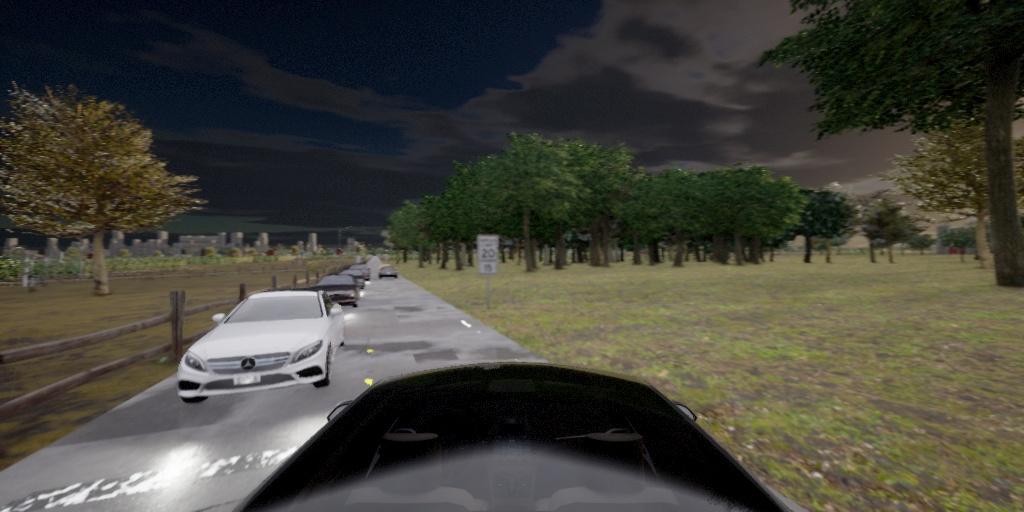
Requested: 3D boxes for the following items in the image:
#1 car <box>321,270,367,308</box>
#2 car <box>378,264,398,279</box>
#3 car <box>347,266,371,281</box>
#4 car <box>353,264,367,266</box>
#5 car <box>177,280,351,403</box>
[{"bbox_3d":[-7.999,1.544,16.580,2.033,1.411,5.357,0,-1,-21],"label":"car"},{"bbox_3d":[-14.322,1.886,41.472,1.994,1.385,4.181,0,-1,-21],"label":"car"},{"bbox_3d":[-11.790,1.689,26.560,2.033,1.411,5.357,0,-1,-21],"label":"car"},{"bbox_3d":[-15.477,1.634,36.369,2.097,1.767,4.553,0,-1,-20],"label":"car"},{"bbox_3d":[-4.313,1.382,6.893,1.812,1.442,4.674,0,-1,-21],"label":"car"}]
